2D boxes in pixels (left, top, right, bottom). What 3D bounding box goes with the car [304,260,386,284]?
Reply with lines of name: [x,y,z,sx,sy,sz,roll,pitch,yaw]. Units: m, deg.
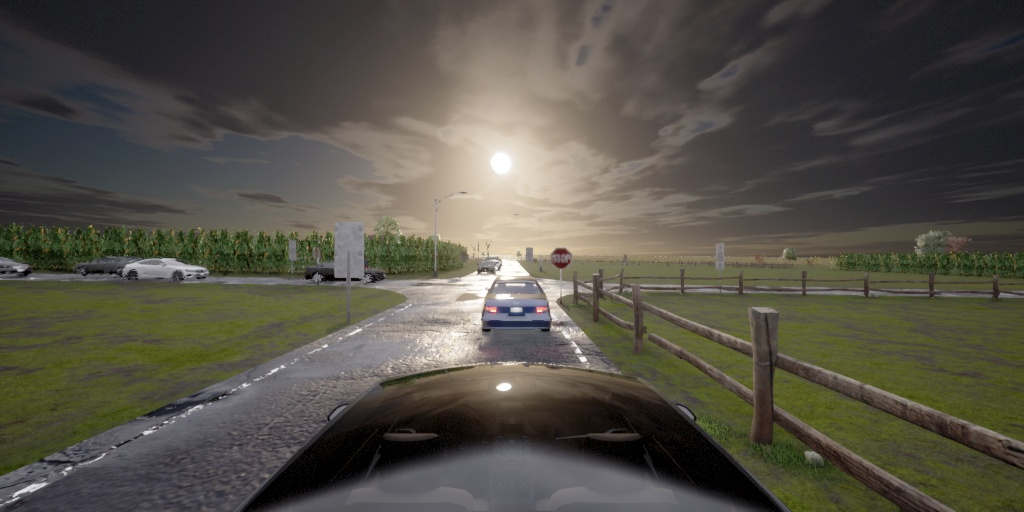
car: [-11.024,1.050,23.891,5.008,1.535,1.882,1,0,-4]

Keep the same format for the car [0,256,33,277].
car: [-34.679,0.643,23.536,4.902,1.511,2.128,1,-1,0]

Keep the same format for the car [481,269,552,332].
car: [0.101,1.299,10.845,2.033,1.411,5.357,0,0,0]

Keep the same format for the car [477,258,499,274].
car: [-2.850,1.262,40.889,1.837,1.490,4.892,0,0,0]

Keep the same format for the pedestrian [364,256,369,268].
pedestrian: [-12.164,0.891,29.567,0.375,1.860,0.375,0,-2,0]

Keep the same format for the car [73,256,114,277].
car: [-29.259,0.764,26.490,4.902,1.511,2.128,1,-1,0]

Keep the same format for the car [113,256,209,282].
car: [-22.698,0.888,23.563,4.674,1.442,1.812,1,-1,0]

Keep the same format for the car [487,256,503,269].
car: [-2.834,0.981,52.722,2.150,2.045,5.566,0,0,0]
